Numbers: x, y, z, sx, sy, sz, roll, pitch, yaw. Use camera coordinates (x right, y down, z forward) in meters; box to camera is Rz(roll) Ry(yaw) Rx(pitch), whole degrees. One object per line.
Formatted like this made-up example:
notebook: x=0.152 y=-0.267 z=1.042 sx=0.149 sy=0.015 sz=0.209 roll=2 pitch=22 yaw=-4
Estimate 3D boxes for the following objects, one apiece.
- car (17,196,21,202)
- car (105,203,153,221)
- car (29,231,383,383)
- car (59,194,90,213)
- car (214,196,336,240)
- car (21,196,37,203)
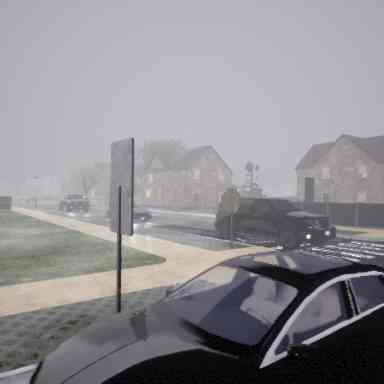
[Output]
car: x=-41.217 y=1.708 z=80.995 sx=2.128 sy=1.511 sz=4.902 roll=1 pitch=-1 yaw=-36
car: x=-5.076 y=1.526 z=26.148 sx=2.033 sy=1.411 sz=5.357 roll=1 pitch=0 yaw=-35
car: x=0.883 y=1.492 z=3.576 sx=4.902 sy=1.511 sz=2.128 roll=0 pitch=0 yaw=-35
car: x=-13.454 y=1.205 z=37.770 sx=2.150 sy=2.045 sz=5.566 roll=1 pitch=0 yaw=-36
car: x=3.403 y=1.210 z=14.778 sx=2.150 sy=2.045 sz=5.566 roll=1 pitch=0 yaw=-39
car: x=-35.209 y=1.563 z=72.690 sx=2.128 sy=1.511 sz=4.902 roll=1 pitch=-1 yaw=-36
